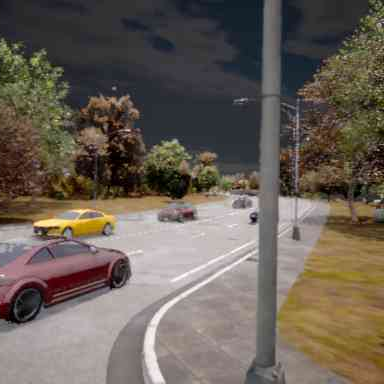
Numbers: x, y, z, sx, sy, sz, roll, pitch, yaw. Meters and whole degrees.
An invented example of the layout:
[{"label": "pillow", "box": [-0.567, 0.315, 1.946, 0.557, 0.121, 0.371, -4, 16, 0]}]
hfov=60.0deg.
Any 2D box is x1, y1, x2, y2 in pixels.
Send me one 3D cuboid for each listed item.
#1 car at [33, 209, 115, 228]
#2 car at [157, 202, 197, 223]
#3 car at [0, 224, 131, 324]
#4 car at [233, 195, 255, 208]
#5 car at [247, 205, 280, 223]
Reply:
[{"label": "car", "box": [-6.266, 1.700, 18.162, 1.882, 1.535, 5.008, 1, -1, 24]}, {"label": "car", "box": [-1.243, 1.688, 29.565, 2.097, 1.767, 4.553, 1, 0, 24]}, {"label": "car", "box": [-3.184, 1.672, 7.538, 1.994, 1.385, 4.181, 1, -1, 24]}, {"label": "car", "box": [7.607, 1.587, 49.437, 2.033, 1.411, 5.357, 1, 1, 24]}, {"label": "car", "box": [6.588, 2.030, 29.750, 1.895, 1.301, 4.718, 1, 1, 24]}]
